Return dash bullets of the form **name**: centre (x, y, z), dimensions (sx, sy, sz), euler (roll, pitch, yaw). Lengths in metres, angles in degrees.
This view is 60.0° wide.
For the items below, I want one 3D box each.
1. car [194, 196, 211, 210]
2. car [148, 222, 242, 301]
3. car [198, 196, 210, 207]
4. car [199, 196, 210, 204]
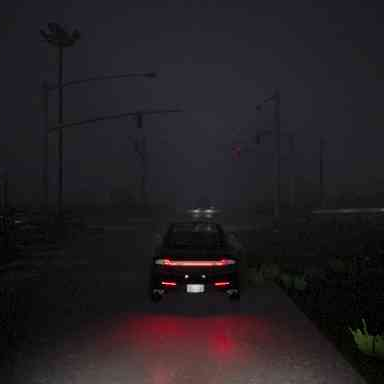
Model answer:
- **car**: centre (1.429, 1.491, 42.899), dimensions (1.812, 1.442, 4.674), euler (0, 0, 3)
- **car**: centre (0.080, 1.492, 8.314), dimensions (2.128, 1.511, 4.902), euler (0, 0, 0)
- **car**: centre (1.902, 1.443, 52.107), dimensions (1.882, 1.535, 5.008), euler (0, 0, 3)
- **car**: centre (2.435, 1.529, 62.049), dimensions (1.994, 1.385, 4.181), euler (0, 0, 3)
